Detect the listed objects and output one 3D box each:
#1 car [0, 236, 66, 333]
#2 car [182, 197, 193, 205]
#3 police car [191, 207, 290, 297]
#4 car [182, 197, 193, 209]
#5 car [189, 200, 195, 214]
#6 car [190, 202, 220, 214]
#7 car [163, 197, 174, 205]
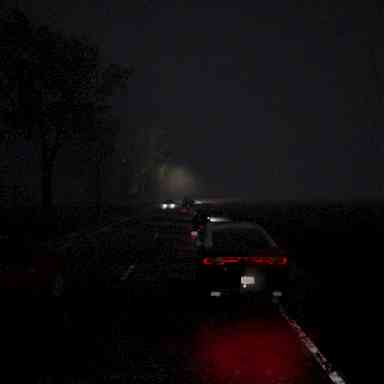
[{"bbox_3d":[-3.625,1.526,5.501,1.812,1.442,4.674,0,0,0],"label":"car"},{"bbox_3d":[-0.820,1.613,61.895,1.994,1.385,4.181,0,0,-1],"label":"car"},{"bbox_3d":[1.015,1.426,8.732,1.930,1.638,5.238,0,0,0],"label":"police car"},{"bbox_3d":[-0.478,1.631,46.929,1.895,1.301,4.718,0,0,-1],"label":"car"},{"bbox_3d":[0.881,1.535,24.637,1.812,1.442,4.674,0,0,-1],"label":"car"},{"bbox_3d":[0.942,1.511,18.631,1.837,1.490,4.892,0,0,-1],"label":"car"},{"bbox_3d":[-4.339,1.649,61.758,1.895,1.301,4.718,0,0,-2],"label":"car"}]
